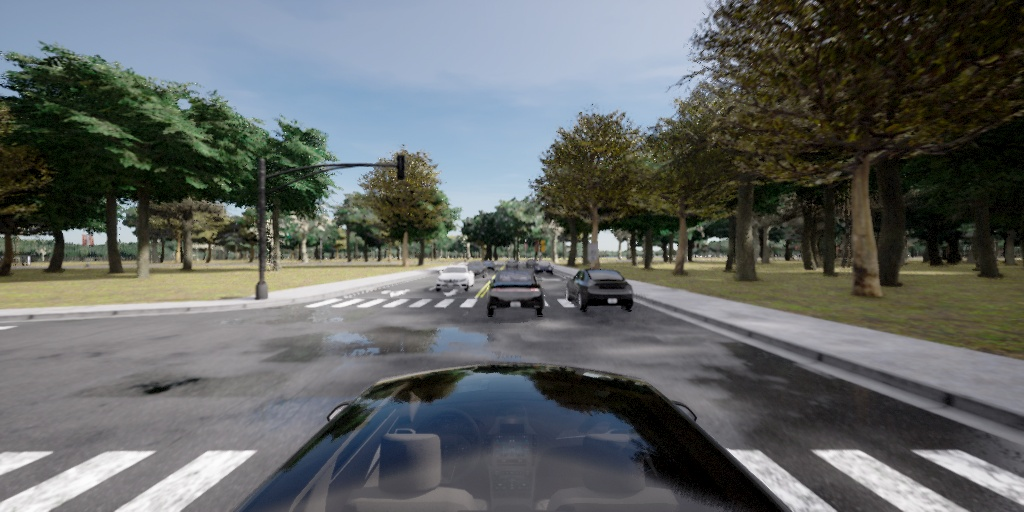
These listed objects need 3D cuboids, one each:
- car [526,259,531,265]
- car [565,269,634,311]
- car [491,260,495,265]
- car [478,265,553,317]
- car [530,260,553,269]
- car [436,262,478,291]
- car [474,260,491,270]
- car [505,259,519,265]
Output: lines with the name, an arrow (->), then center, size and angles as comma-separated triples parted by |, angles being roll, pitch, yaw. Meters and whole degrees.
car -> 3.353, 1.205, 62.411 | 2.128, 1.511, 4.902 | 0, 0, 0
car -> 3.355, 1.258, 14.385 | 1.837, 1.490, 4.892 | 0, 0, 0
car -> -3.281, 1.282, 49.199 | 2.033, 1.411, 5.357 | 0, 0, 0
car -> 0.107, 1.245, 13.219 | 2.128, 1.511, 4.902 | 0, 0, 0
car -> 3.367, 1.343, 39.461 | 1.895, 1.301, 4.718 | 0, 0, 0
car -> -3.337, 1.277, 21.769 | 1.812, 1.442, 4.674 | 0, 0, 0
car -> -3.325, 1.251, 33.518 | 1.837, 1.490, 4.892 | 0, 0, 0
car -> 0.022, 1.222, 52.523 | 2.128, 1.511, 4.902 | 0, 0, 0
